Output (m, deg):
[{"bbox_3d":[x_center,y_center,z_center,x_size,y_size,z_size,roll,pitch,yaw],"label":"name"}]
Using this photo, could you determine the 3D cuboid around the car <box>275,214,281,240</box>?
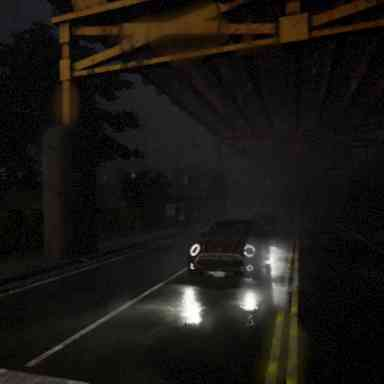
[{"bbox_3d":[4.553,2.059,20.888,2.128,1.511,4.902,-2,-2,18],"label":"car"}]

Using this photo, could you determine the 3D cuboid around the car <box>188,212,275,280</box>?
[{"bbox_3d":[1.413,1.687,11.178,2.097,1.767,4.553,-2,-2,18],"label":"car"}]
